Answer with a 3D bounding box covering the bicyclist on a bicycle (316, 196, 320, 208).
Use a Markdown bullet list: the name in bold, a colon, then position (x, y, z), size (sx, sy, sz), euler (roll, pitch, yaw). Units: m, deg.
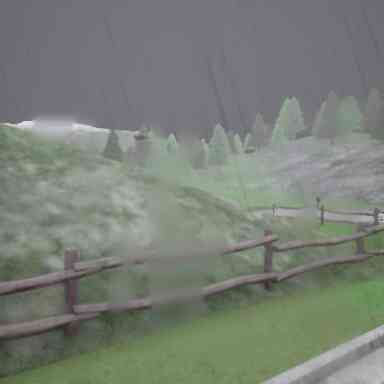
- **bicyclist on a bicycle**: position (17.492, 1.434, 46.132), size (0.582, 1.620, 1.656), euler (0, 0, 34)
